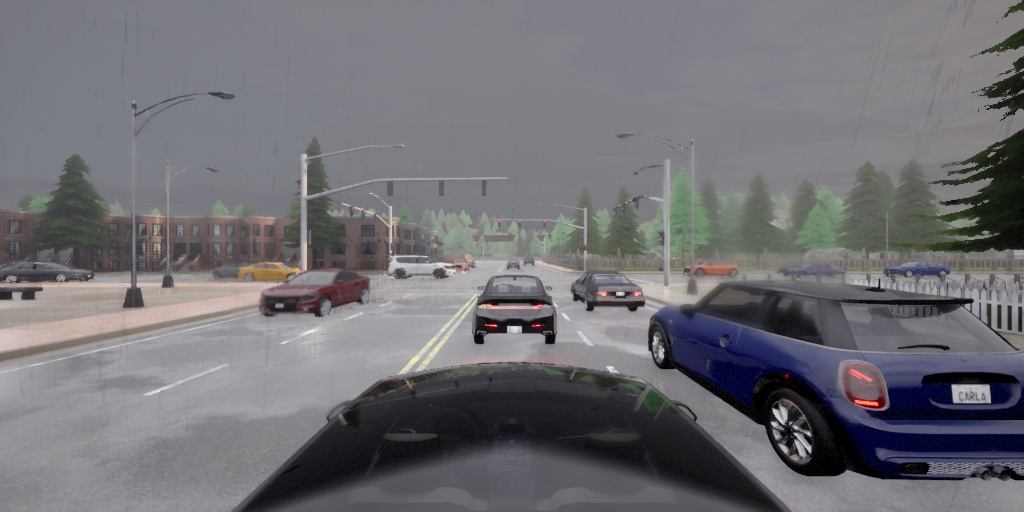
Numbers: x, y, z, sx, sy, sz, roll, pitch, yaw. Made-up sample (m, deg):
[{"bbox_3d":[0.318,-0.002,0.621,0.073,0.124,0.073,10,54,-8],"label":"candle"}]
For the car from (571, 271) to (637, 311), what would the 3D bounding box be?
[{"bbox_3d":[3.600,1.297,14.356,2.033,1.411,5.357,0,0,0],"label":"car"}]

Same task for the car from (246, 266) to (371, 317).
[{"bbox_3d":[-6.988,1.227,13.313,1.882,1.535,5.008,0,0,1],"label":"car"}]

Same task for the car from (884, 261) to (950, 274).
[{"bbox_3d":[38.152,1.228,33.897,5.008,1.535,1.882,0,0,0],"label":"car"}]

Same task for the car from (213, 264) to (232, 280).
[{"bbox_3d":[-22.851,1.314,30.602,4.181,1.385,1.994,0,0,-2],"label":"car"}]

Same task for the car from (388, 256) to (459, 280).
[{"bbox_3d":[-7.724,0.974,30.685,5.566,2.045,2.150,0,0,1],"label":"car"}]

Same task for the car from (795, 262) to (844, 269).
[{"bbox_3d":[28.274,1.297,33.925,5.357,1.411,2.033,0,0,1],"label":"car"}]

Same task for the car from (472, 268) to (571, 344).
[{"bbox_3d":[0.073,1.242,9.528,2.128,1.511,4.902,0,0,1],"label":"car"}]

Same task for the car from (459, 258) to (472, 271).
[{"bbox_3d":[-7.036,1.102,48.317,2.097,1.767,4.553,0,0,0],"label":"car"}]

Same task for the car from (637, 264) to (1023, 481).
[{"bbox_3d":[3.606,1.102,4.938,2.097,1.767,4.553,0,0,0],"label":"car"}]

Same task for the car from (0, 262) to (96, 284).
[{"bbox_3d":[-34.082,1.254,26.428,4.892,1.490,1.837,0,0,-11],"label":"car"}]

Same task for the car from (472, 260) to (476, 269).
[{"bbox_3d":[-7.013,1.276,58.250,1.812,1.442,4.674,0,0,1],"label":"car"}]

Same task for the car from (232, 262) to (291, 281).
[{"bbox_3d":[-17.780,1.228,27.180,5.008,1.535,1.882,0,0,0],"label":"car"}]

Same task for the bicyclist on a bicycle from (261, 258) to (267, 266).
[{"bbox_3d":[-28.766,1.053,41.635,0.582,1.620,1.656,0,0,-1],"label":"bicyclist on a bicycle"}]

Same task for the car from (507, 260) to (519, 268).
[{"bbox_3d":[0.196,1.275,56.005,1.812,1.442,4.674,0,0,0],"label":"car"}]

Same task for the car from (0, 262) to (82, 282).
[{"bbox_3d":[-38.710,1.255,28.993,4.892,1.490,1.837,0,0,-16],"label":"car"}]

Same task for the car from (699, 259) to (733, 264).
[{"bbox_3d":[18.749,1.102,33.950,4.553,1.767,2.097,0,0,0],"label":"car"}]
